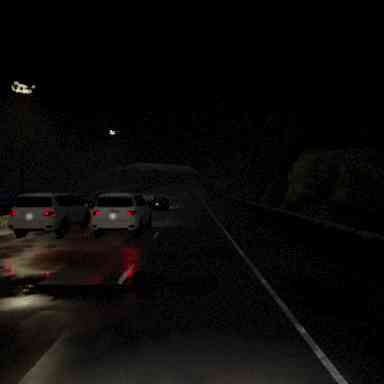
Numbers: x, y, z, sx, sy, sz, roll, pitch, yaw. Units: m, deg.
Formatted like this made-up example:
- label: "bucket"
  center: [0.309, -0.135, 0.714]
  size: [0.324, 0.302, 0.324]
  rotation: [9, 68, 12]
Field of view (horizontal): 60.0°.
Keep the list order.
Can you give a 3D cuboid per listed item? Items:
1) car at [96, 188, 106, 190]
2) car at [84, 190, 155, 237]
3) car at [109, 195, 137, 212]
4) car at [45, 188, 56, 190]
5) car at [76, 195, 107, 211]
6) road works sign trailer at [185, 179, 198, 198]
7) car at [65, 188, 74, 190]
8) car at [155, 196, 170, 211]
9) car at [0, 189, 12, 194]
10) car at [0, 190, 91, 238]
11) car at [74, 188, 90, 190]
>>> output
- label: "car"
  center: [-20.992, -0.172, 76.205]
  size: [2.128, 1.511, 4.902]
  rotation: [0, 2, 0]
- label: "car"
  center: [-3.398, 1.061, 16.954]
  size: [2.150, 2.045, 5.566]
  rotation: [0, 1, 0]
- label: "car"
  center: [-6.896, 1.081, 33.916]
  size: [1.837, 1.490, 4.892]
  rotation: [0, 1, 0]
- label: "car"
  center: [-31.492, -0.168, 73.595]
  size: [2.097, 1.767, 4.553]
  rotation: [0, 2, 0]
- label: "car"
  center: [-10.396, 1.083, 34.887]
  size: [1.812, 1.442, 4.674]
  rotation: [0, 1, 0]
- label: "road works sign trailer"
  center: [-0.005, -0.672, 63.478]
  size: [2.380, 3.560, 2.880]
  rotation: [0, 2, 0]
- label: "car"
  center: [-27.992, -0.083, 75.799]
  size: [2.128, 1.511, 4.902]
  rotation: [0, 2, 0]
- label: "car"
  center: [-3.396, 1.130, 34.456]
  size: [1.994, 1.385, 4.181]
  rotation: [0, 1, 0]
- label: "car"
  center: [-21.088, 0.768, 35.421]
  size: [2.150, 2.045, 5.566]
  rotation: [0, 1, 0]
- label: "car"
  center: [-6.898, 1.063, 16.787]
  size: [2.150, 2.045, 5.566]
  rotation: [0, 1, 0]
- label: "car"
  center: [-24.492, -0.083, 75.798]
  size: [2.128, 1.511, 4.902]
  rotation: [0, 2, 0]
